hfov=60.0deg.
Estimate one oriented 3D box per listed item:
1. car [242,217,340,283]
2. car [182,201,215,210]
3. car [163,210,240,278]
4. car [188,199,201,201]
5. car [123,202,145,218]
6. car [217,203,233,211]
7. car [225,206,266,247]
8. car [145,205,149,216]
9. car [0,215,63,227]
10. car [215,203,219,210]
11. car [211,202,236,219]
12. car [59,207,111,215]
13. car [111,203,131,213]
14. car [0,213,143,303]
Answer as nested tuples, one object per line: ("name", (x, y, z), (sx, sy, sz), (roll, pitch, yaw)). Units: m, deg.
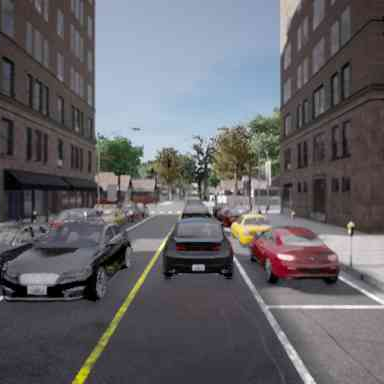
("car", (2.706, 1.616, 9.443), (1.802, 1.307, 4.206), (0, 0, 0))
("car", (0.273, 1.560, 21.693), (1.882, 1.535, 5.008), (0, 0, 1))
("car", (0.176, 1.543, 10.287), (1.837, 1.490, 4.892), (0, 0, 1))
("car", (0.262, 1.477, 32.039), (2.097, 1.767, 4.553), (0, 0, 0))
("car", (-5.178, 1.540, 26.064), (1.967, 1.590, 4.097), (0, 0, 0))
("car", (2.800, 1.622, 20.479), (1.887, 1.381, 4.507), (0, 0, 0))
("car", (2.754, 1.581, 15.131), (1.752, 1.417, 4.829), (0, 0, 0))
("car", (-5.131, 1.705, 31.582), (1.802, 1.307, 4.206), (0, 0, 0))
("car", (-5.319, 1.585, 9.508), (2.008, 1.369, 4.403), (0, 0, 0))
("car", (2.847, 1.682, 25.997), (1.802, 1.307, 4.206), (0, 0, 0))
("car", (2.894, 1.689, 31.515), (1.947, 1.339, 4.313), (0, 0, 0))
("car", (-5.272, 1.495, 15.027), (1.967, 1.590, 4.097), (0, 0, 0))
("car", (-5.226, 1.602, 20.375), (1.752, 1.417, 4.829), (0, 0, 0))
("car", (-2.789, 1.521, 8.485), (2.128, 1.511, 4.902), (0, 0, 0))
